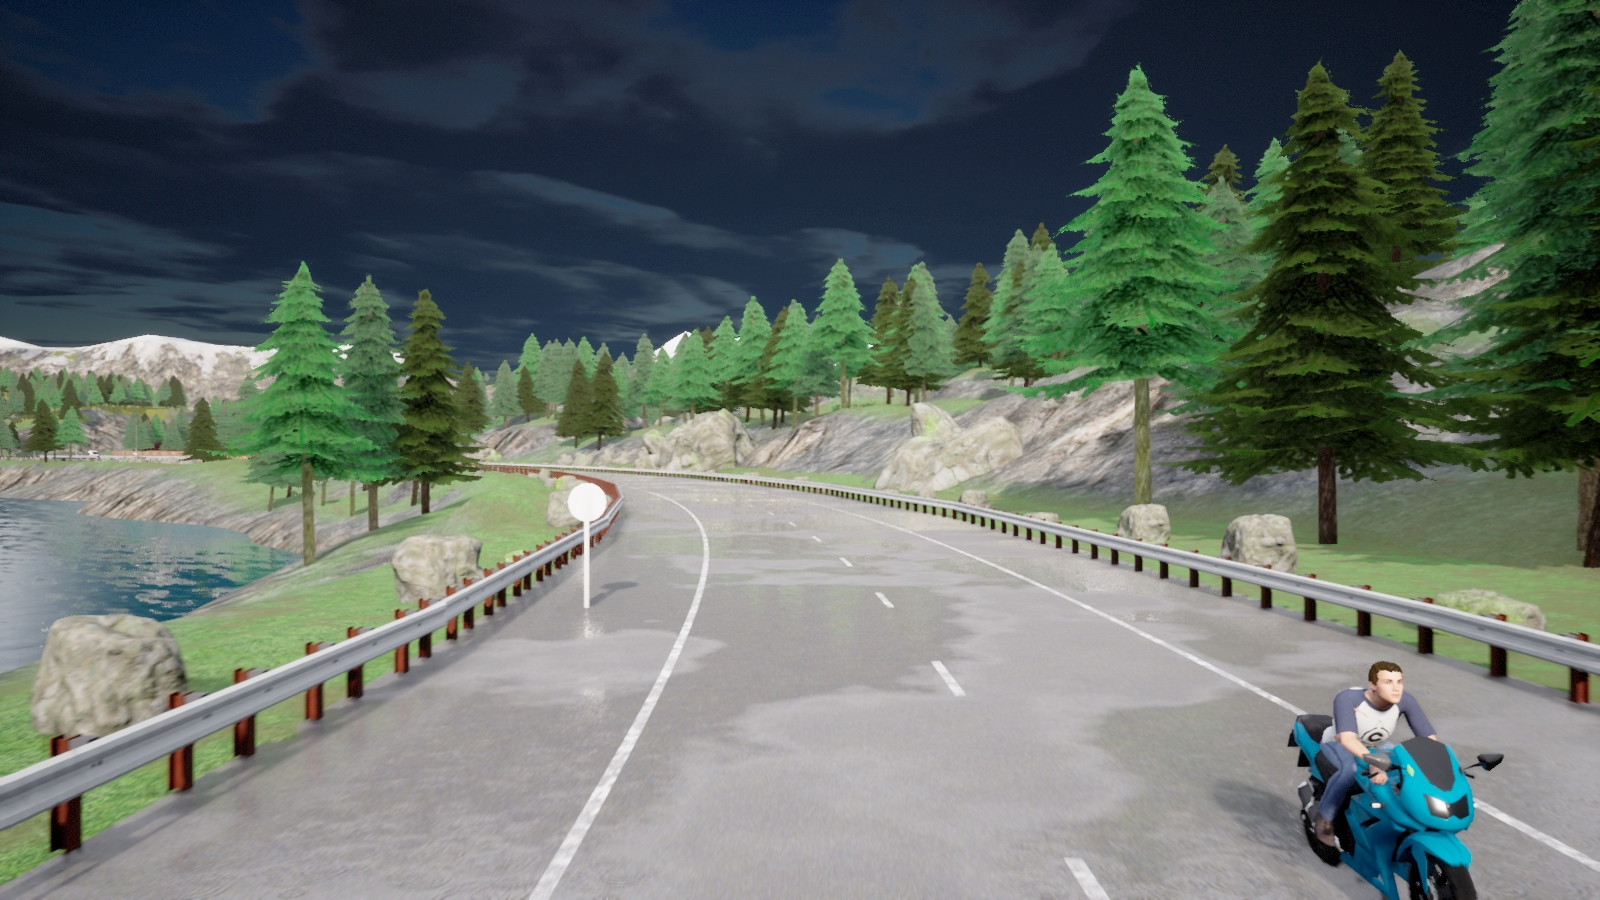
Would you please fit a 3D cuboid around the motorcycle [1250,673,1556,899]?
[{"bbox_3d":[3.560,2.177,7.002,0.803,1.217,2.033,0,0,0],"label":"motorcycle"}]
